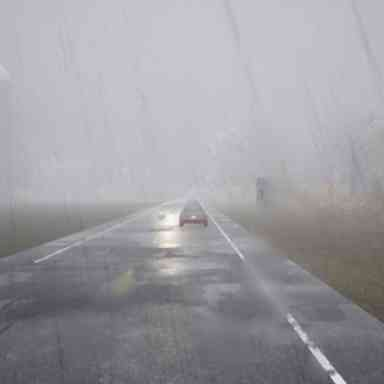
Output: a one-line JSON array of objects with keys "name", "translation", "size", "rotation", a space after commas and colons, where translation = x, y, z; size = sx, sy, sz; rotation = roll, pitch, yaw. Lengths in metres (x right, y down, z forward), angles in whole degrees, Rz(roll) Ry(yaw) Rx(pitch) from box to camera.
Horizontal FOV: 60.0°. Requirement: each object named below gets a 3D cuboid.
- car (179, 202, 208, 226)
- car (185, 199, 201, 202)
[{"name": "car", "translation": [0.106, 1.648, 24.143], "size": [1.994, 1.385, 4.181], "rotation": [-1, 0, 0]}, {"name": "car", "translation": [0.122, 1.638, 45.707], "size": [2.128, 1.511, 4.902], "rotation": [-1, 0, 0]}]
